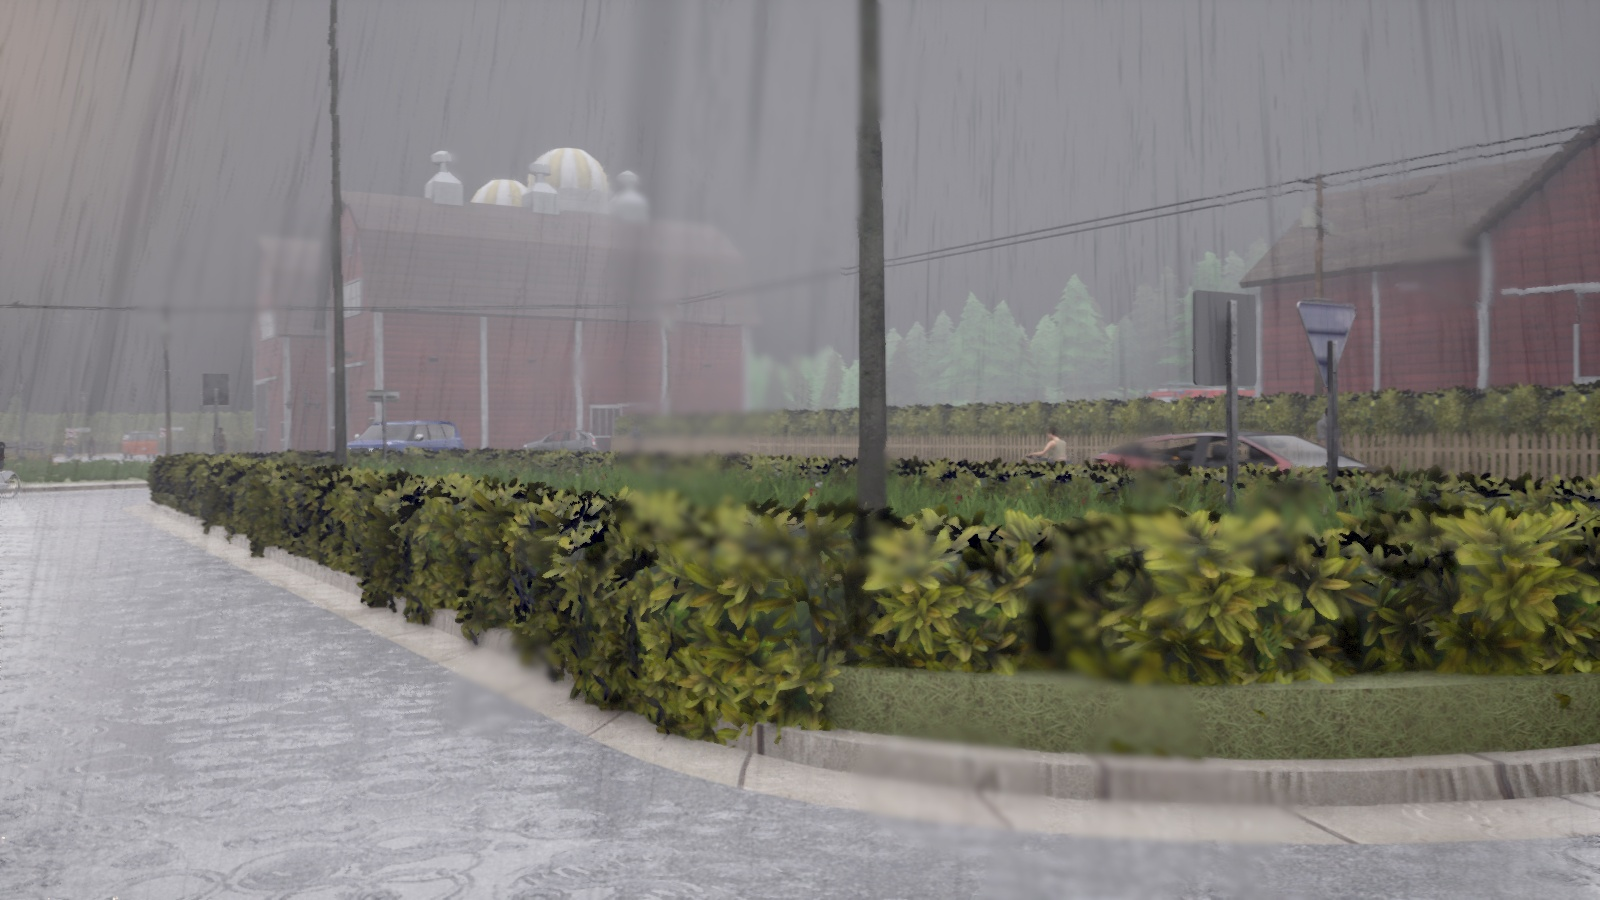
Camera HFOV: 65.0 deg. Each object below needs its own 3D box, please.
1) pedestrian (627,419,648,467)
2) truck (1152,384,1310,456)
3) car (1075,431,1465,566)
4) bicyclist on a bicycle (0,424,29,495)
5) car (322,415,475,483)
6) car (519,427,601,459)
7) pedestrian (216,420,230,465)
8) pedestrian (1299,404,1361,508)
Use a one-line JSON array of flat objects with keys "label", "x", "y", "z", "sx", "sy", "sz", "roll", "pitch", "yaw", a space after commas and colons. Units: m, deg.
[{"label": "pedestrian", "x": -6.345, "y": -0.268, "z": 49.088, "sx": 0.540, "sy": 1.848, "sz": 0.694, "roll": -1, "pitch": 1, "yaw": -37}, {"label": "truck", "x": 23.952, "y": -1.673, "z": 69.755, "sx": 8.468, "sy": 3.827, "sz": 2.891, "roll": -1, "pitch": 1, "yaw": -23}, {"label": "car", "x": 6.016, "y": 0.511, "z": 16.636, "sx": 2.007, "sy": 1.525, "sz": 4.514, "roll": -1, "pitch": 1, "yaw": -33}, {"label": "bicyclist on a bicycle", "x": -20.297, "y": 0.240, "z": 31.319, "sx": 0.659, "sy": 1.776, "sz": 1.843, "roll": 2, "pitch": 1, "yaw": 15}, {"label": "car", "x": -12.988, "y": -0.071, "z": 41.040, "sx": 2.150, "sy": 2.045, "sz": 5.566, "roll": 1, "pitch": 1, "yaw": 14}, {"label": "car", "x": -12.293, "y": -0.356, "z": 64.497, "sx": 3.988, "sy": 1.617, "sz": 1.851, "roll": 0, "pitch": 1, "yaw": -5}, {"label": "pedestrian", "x": -23.593, "y": -0.303, "z": 51.344, "sx": 0.328, "sy": 1.805, "sz": 0.869, "roll": -1, "pitch": 1, "yaw": -39}, {"label": "pedestrian", "x": 10.103, "y": 0.102, "z": 23.937, "sx": 0.659, "sy": 1.952, "sz": 0.873, "roll": -1, "pitch": 1, "yaw": -38}]
